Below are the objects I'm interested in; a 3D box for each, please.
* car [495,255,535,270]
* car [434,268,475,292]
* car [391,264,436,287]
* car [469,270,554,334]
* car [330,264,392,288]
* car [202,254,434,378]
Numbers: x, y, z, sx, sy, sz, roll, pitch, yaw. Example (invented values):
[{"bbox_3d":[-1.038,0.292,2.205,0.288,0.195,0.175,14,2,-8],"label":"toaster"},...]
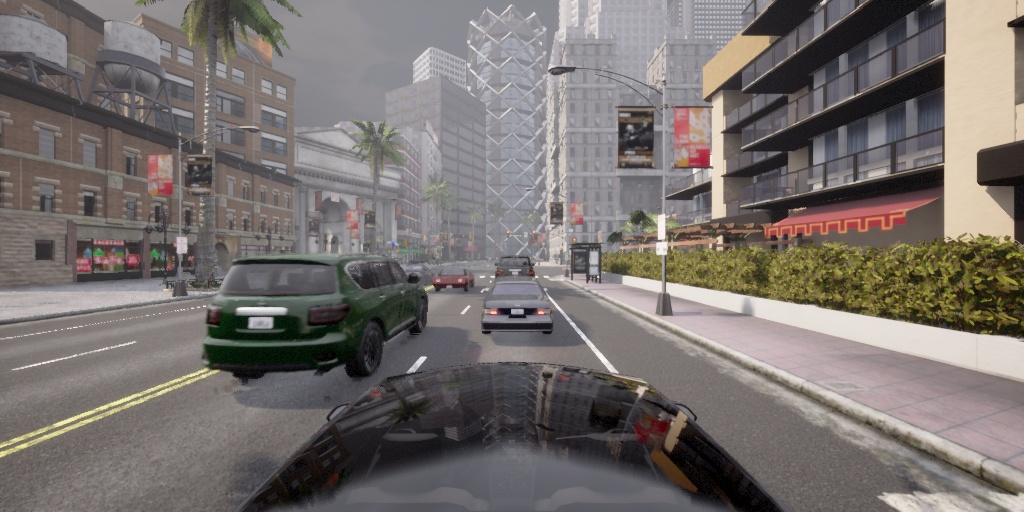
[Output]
[{"bbox_3d":[0.166,0.971,20.820,2.150,2.045,5.566,0,0,0],"label":"car"},{"bbox_3d":[-3.330,1.351,21.371,1.895,1.301,4.718,0,0,0],"label":"car"},{"bbox_3d":[-6.923,1.315,25.594,1.994,1.385,4.181,0,0,1],"label":"car"},{"bbox_3d":[0.129,1.297,10.568,2.033,1.411,5.357,0,0,0],"label":"car"},{"bbox_3d":[-10.427,1.298,25.310,2.033,1.411,5.357,0,0,1],"label":"car"},{"bbox_3d":[-3.362,0.973,7.473,2.150,2.045,5.566,0,0,0],"label":"car"}]
